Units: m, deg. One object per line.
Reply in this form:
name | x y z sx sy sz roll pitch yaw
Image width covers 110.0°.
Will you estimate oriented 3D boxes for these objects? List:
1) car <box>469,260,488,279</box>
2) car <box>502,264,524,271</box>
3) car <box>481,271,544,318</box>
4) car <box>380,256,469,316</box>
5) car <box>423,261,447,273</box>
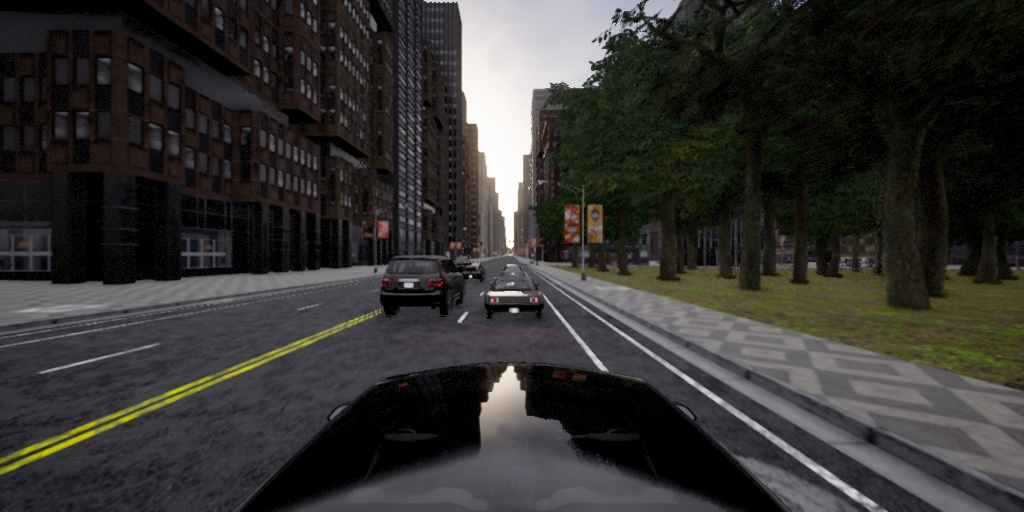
car | -3.169 1.331 30.007 1.837 1.490 4.892 0 0 0
car | 0.081 1.391 30.402 1.994 1.385 4.181 0 0 0
car | 0.080 1.393 13.261 1.895 1.301 4.718 0 0 0
car | -3.168 1.013 13.708 2.150 2.045 5.566 0 0 0
car | -9.841 1.404 46.227 2.033 1.411 5.357 0 0 0
